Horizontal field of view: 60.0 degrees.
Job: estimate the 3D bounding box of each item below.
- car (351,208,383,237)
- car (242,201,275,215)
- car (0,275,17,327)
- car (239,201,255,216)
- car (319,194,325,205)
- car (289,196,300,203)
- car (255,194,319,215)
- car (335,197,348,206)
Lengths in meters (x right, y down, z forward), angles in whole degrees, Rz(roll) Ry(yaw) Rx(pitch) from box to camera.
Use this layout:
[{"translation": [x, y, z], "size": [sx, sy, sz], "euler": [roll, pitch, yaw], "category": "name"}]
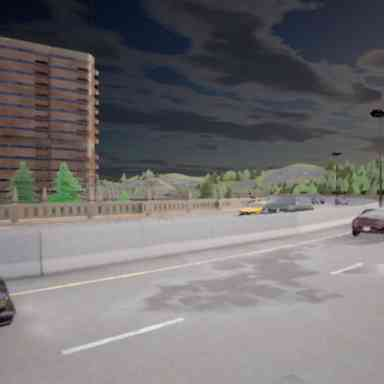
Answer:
[{"translation": [9.868, 1.569, 17.412], "size": [1.812, 1.442, 4.674], "euler": [0, 0, 44], "category": "car"}, {"translation": [7.387, 1.694, 36.538], "size": [1.994, 1.385, 4.181], "euler": [0, 0, 36], "category": "car"}, {"translation": [-5.358, 1.583, 4.302], "size": [5.357, 1.411, 2.033], "euler": [0, 0, -35], "category": "car"}, {"translation": [5.968, 1.581, 29.014], "size": [1.882, 1.535, 5.008], "euler": [0, 0, 40], "category": "car"}, {"translation": [24.955, 1.423, 66.032], "size": [2.150, 2.045, 5.566], "euler": [0, 0, 14], "category": "car"}, {"translation": [23.103, 1.688, 75.025], "size": [1.837, 1.490, 4.892], "euler": [0, 0, 11], "category": "car"}, {"translation": [7.316, 1.307, 25.204], "size": [2.150, 2.045, 5.566], "euler": [0, -1, 41], "category": "car"}, {"translation": [26.760, 1.666, 59.564], "size": [2.128, 1.511, 4.902], "euler": [0, 0, 18], "category": "car"}]
